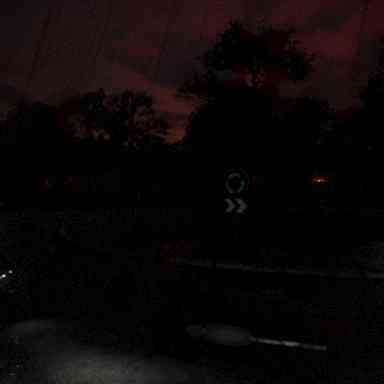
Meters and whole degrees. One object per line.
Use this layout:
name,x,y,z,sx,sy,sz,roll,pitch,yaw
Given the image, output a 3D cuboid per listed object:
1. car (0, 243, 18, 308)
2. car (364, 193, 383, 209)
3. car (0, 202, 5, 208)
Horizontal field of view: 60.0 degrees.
car,-5.343,1.475,6.855,4.902,1.511,2.128,0,0,40
car,21.399,0.836,35.251,2.150,2.045,5.566,0,-1,-38
car,-24.818,1.460,39.311,5.357,1.411,2.033,1,1,17
